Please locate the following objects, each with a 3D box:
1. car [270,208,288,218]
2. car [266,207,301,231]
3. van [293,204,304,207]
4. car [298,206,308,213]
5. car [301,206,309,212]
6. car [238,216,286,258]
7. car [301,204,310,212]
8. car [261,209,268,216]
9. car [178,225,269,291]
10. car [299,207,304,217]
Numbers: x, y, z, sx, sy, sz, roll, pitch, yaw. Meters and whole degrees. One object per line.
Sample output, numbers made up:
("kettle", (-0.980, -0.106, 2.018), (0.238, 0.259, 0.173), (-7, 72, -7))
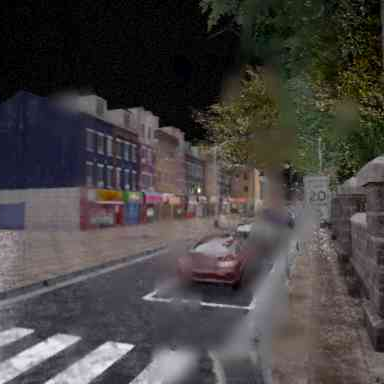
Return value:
("car", (13.212, 3.156, 50.185), (2.033, 1.411, 5.357), (-2, -2, 21))
("car", (7.600, 2.308, 27.324), (1.882, 1.535, 5.008), (-2, -2, 20))
("van", (15.938, 2.897, 49.956), (1.690, 1.788, 3.998), (-1, -2, 20))
("car", (23.620, 3.760, 70.520), (1.752, 1.417, 4.829), (-1, -2, 20))
("car", (27.371, 4.158, 80.564), (1.802, 1.307, 4.206), (-1, -2, 20))
("car", (2.772, 1.989, 14.657), (2.008, 1.369, 4.403), (-1, -2, 20))
("car", (29.275, 4.067, 85.676), (2.192, 1.841, 5.009), (-1, -2, 20))
("car", (9.559, 2.765, 40.290), (1.882, 1.535, 5.008), (-2, -2, 21))
("car", (0.943, 1.866, 9.701), (1.802, 1.307, 4.206), (-1, -2, 20))
("car", (12.129, 2.776, 39.743), (2.008, 1.369, 4.403), (-1, -2, 20))
